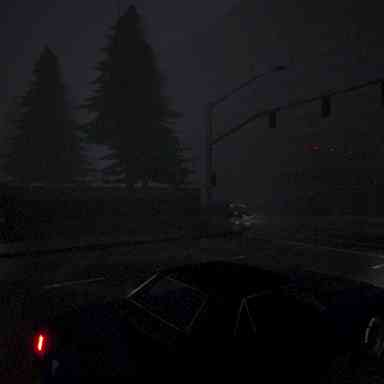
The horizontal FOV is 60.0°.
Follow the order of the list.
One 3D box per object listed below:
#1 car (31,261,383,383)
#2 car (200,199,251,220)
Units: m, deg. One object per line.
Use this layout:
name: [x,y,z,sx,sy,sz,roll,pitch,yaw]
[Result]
car: [0.670,1.601,4.260,4.718,1.301,1.895,0,0,-35]
car: [2.757,1.602,29.476,2.033,1.411,5.357,0,0,-35]
